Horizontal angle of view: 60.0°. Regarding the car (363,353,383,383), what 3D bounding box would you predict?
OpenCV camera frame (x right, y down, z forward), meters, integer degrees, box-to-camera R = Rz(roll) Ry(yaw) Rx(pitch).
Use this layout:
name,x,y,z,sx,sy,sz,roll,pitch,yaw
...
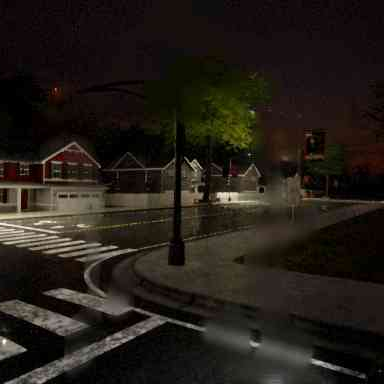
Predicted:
name,x,y,z,sx,sy,sz,roll,pitch,yaw
car,3.328,1.506,1.308,4.892,1.490,1.837,0,0,35
